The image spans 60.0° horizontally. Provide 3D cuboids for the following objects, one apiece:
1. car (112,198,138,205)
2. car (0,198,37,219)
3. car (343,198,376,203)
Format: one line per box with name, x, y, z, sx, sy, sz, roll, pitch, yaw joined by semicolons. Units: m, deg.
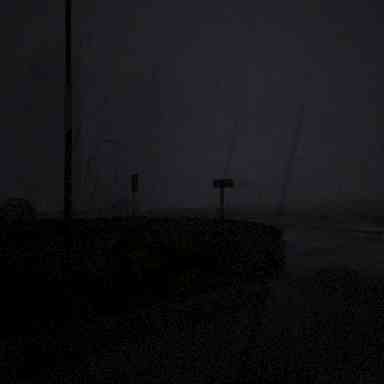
car;-8.461;1.520;41.828;2.242;1.667;4.611;0;0;-36
car;-12.047;1.319;22.874;1.932;1.855;4.605;0;0;-36
car;25.100;1.657;50.536;2.033;1.411;5.357;0;0;-35
